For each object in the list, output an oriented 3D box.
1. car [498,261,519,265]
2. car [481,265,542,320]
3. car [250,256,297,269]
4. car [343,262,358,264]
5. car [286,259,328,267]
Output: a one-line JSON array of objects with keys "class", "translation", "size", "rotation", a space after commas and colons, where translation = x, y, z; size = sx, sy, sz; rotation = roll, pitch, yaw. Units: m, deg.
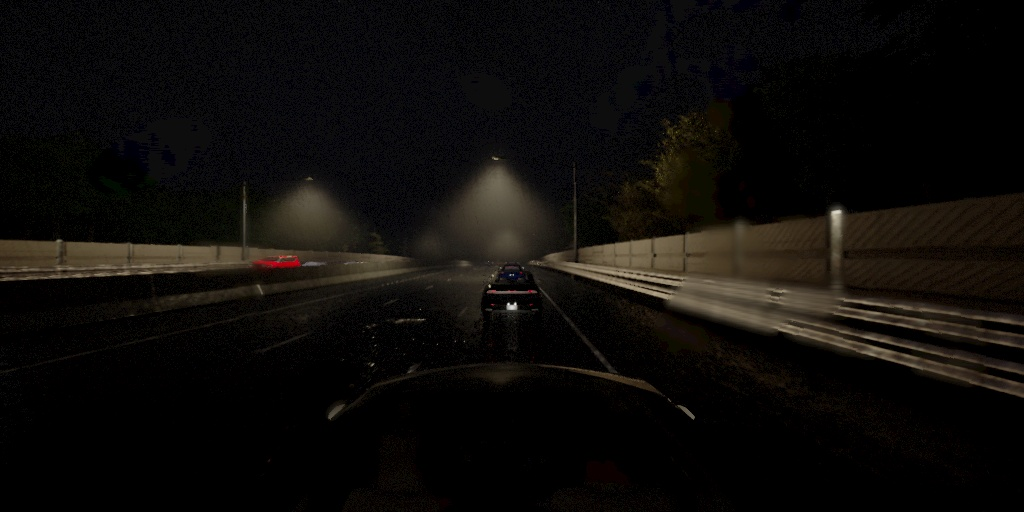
[{"class": "car", "translation": [-0.006, 1.316, 27.323], "size": [1.994, 1.385, 4.181], "rotation": [0, 0, 0]}, {"class": "car", "translation": [-0.002, 1.246, 12.565], "size": [2.128, 1.511, 4.902], "rotation": [0, 0, 0]}, {"class": "car", "translation": [-24.601, 0.988, 37.548], "size": [2.150, 2.045, 5.566], "rotation": [0, 0, 0]}, {"class": "car", "translation": [-17.597, 1.337, 39.048], "size": [1.994, 1.385, 4.181], "rotation": [0, 0, 0]}, {"class": "car", "translation": [-21.104, 1.317, 38.180], "size": [2.033, 1.411, 5.357], "rotation": [0, 0, 0]}]
